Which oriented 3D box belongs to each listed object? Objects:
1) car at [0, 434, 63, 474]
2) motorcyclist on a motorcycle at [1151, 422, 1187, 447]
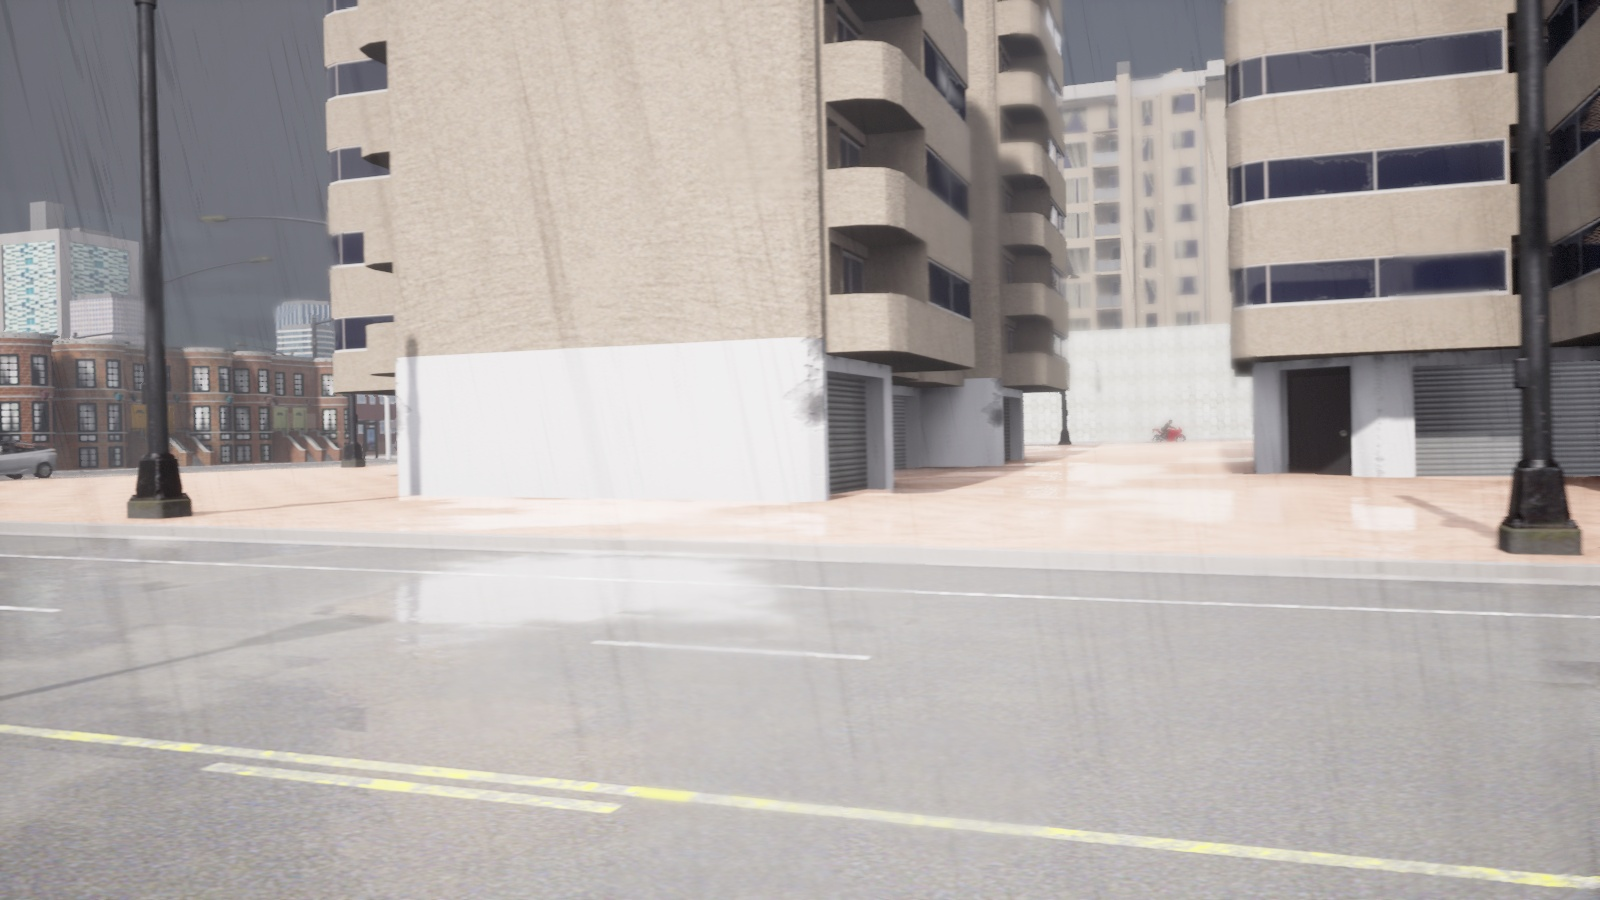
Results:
[{"bbox_3d":[-31.821,0.161,49.461,2.007,1.525,4.514,-1,1,20],"label":"car"},{"bbox_3d":[22.448,-0.935,76.368,2.044,1.523,0.797,-1,1,20],"label":"motorcyclist on a motorcycle"}]
